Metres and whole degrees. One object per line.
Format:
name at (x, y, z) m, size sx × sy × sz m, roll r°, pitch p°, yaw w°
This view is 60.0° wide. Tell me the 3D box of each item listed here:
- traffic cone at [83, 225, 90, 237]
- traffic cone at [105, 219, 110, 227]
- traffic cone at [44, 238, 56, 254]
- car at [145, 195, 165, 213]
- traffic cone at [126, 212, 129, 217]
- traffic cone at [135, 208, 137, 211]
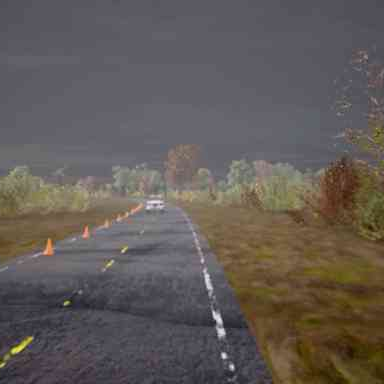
traffic cone at (-5.539, 2.048, 17.509) m, size 0.340 × 0.580 × 0.340 m, roll 0°, pitch 0°, yaw -2°
traffic cone at (-5.751, 2.073, 22.477) m, size 0.340 × 0.580 × 0.340 m, roll 0°, pitch 0°, yaw -3°
traffic cone at (-5.377, 2.023, 12.539) m, size 0.340 × 0.580 × 0.340 m, roll 0°, pitch 0°, yaw -2°
car at (-4.517, 1.434, 41.242) m, size 2.150 × 2.045 × 5.566 m, roll 0°, pitch 0°, yaw -5°
traffic cone at (-6.327, 2.124, 32.405) m, size 0.340 × 0.580 × 0.340 m, roll 0°, pitch 0°, yaw -4°
traffic cone at (-6.690, 2.151, 37.364) m, size 0.340 × 0.580 × 0.340 m, roll 0°, pitch 0°, yaw -4°
